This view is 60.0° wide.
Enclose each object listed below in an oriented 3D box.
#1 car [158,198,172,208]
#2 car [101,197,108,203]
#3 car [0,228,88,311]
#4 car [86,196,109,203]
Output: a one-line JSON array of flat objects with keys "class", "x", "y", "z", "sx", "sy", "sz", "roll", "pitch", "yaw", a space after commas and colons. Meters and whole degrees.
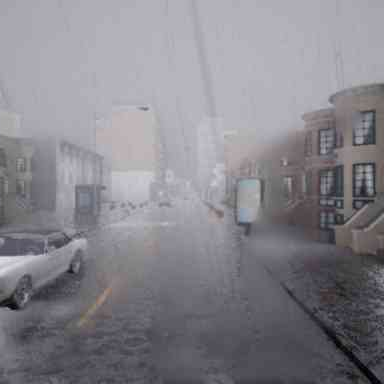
[{"class": "car", "x": -4.047, "y": 1.598, "z": 50.574, "sx": 2.033, "sy": 1.411, "sz": 5.357, "roll": 0, "pitch": 0, "yaw": 1}, {"class": "car", "x": -19.319, "y": 1.413, "z": 65.869, "sx": 4.611, "sy": 1.667, "sz": 2.242, "roll": 0, "pitch": 0, "yaw": 10}, {"class": "car", "x": -4.099, "y": 1.609, "z": 7.884, "sx": 1.895, "sy": 1.301, "sz": 4.718, "roll": 0, "pitch": 0, "yaw": 0}, {"class": "car", "x": -19.463, "y": 1.484, "z": 68.820, "sx": 4.193, "sy": 1.474, "sz": 1.816, "roll": 0, "pitch": 0, "yaw": 10}]
